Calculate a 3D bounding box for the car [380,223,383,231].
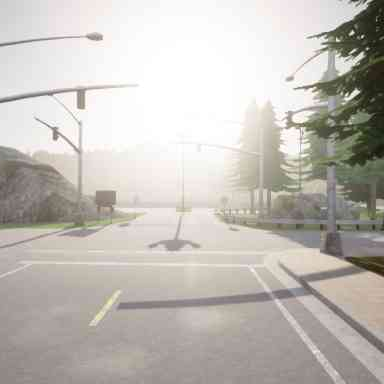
[{"bbox_3d":[15.040,2.057,21.130,5.357,1.411,2.033,0,-1,-2],"label":"car"}]
